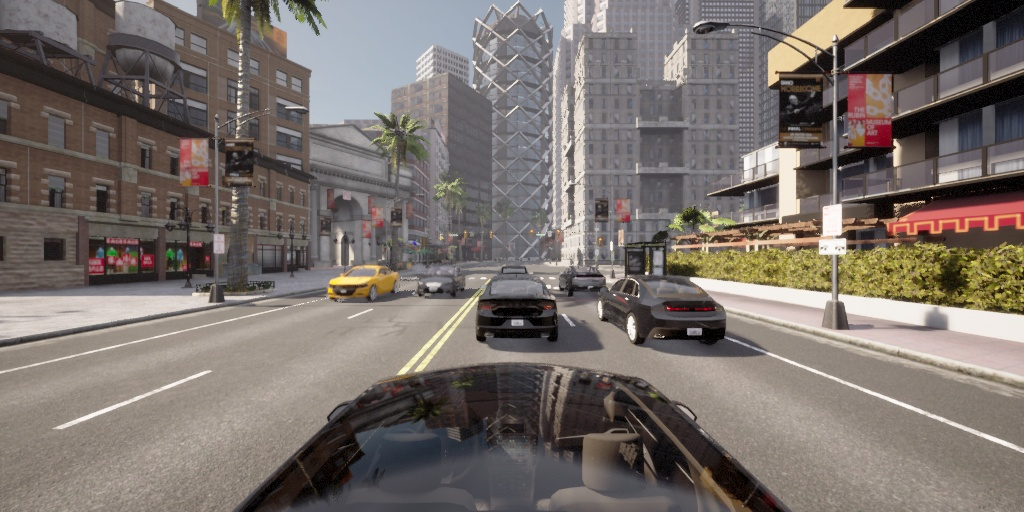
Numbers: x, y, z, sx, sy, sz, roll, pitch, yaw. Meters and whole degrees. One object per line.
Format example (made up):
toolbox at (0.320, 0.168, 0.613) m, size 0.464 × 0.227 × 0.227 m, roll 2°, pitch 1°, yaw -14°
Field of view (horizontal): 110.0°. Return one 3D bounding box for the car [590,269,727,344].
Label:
car at (3.611, 1.255, 9.529) m, size 1.837 × 1.490 × 4.892 m, roll 0°, pitch 0°, yaw 0°

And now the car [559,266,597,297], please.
car at (3.605, 1.241, 18.934) m, size 2.128 × 1.511 × 4.902 m, roll 0°, pitch 0°, yaw 0°

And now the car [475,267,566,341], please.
car at (0.110, 1.228, 9.884) m, size 1.882 × 1.535 × 5.008 m, roll 0°, pitch 0°, yaw 0°

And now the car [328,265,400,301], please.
car at (-7.060, 1.227, 17.556) m, size 1.882 × 1.535 × 5.008 m, roll 0°, pitch 0°, yaw 0°

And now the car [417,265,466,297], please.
car at (-3.552, 1.243, 18.715) m, size 2.128 × 1.511 × 4.902 m, roll 0°, pitch 0°, yaw 0°
